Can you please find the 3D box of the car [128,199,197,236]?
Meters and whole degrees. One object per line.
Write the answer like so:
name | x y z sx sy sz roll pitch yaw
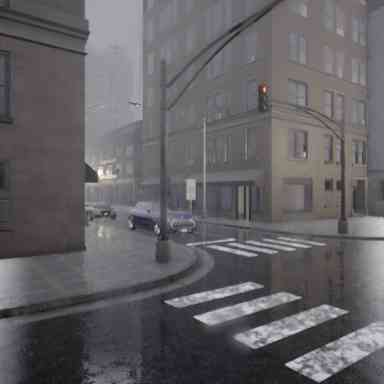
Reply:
car | -1.675 1.268 17.944 2.097 1.767 4.553 0 0 -36

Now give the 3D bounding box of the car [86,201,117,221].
car | -7.472 1.427 26.049 1.994 1.385 4.181 0 0 -35
